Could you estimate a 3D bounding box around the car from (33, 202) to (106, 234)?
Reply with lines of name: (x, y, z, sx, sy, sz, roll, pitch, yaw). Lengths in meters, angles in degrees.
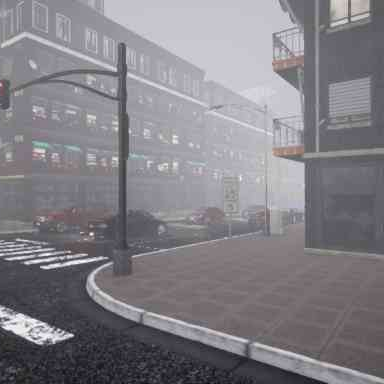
car: (-7.585, 1.603, 21.603, 2.192, 1.841, 5.009, -1, -2, 35)

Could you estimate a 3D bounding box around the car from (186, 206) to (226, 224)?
car: (1.360, 2.019, 29.763, 1.812, 1.442, 4.674, 0, -1, 35)

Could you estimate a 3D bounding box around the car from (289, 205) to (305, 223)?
car: (9.096, 2.120, 30.780, 2.008, 1.369, 4.403, -2, -2, 35)

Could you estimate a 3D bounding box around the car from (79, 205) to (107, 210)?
car: (-4.498, 1.814, 21.461, 1.837, 1.490, 4.892, 0, -1, 35)

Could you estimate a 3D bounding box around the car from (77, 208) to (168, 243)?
car: (-3.303, 1.762, 17.633, 1.837, 1.490, 4.892, 0, -1, 36)

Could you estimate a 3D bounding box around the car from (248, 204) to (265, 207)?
car: (7.338, 2.189, 38.237, 1.837, 1.490, 4.892, 0, -1, 36)

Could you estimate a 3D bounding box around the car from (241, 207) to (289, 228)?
car: (5.822, 2.048, 26.132, 1.802, 1.307, 4.206, -2, -2, 35)

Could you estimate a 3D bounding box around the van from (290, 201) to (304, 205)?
van: (18.602, 2.463, 58.776, 1.690, 1.788, 3.998, -2, -2, 35)
